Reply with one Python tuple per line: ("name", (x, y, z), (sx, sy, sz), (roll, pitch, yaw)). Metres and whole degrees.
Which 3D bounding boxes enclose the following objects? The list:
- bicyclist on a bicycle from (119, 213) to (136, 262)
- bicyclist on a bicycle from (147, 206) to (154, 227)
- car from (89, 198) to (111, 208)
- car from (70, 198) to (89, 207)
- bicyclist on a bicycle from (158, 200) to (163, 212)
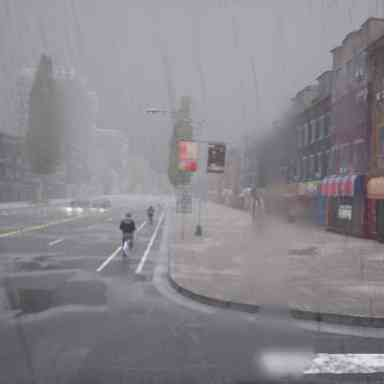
("bicyclist on a bicycle", (-2.392, 1.656, 12.493), (0.659, 1.776, 1.843), (3, -1, -4))
("bicyclist on a bicycle", (-3.209, 1.877, 25.783), (0.582, 1.620, 1.656), (3, -1, -3))
("car", (-13.444, 1.647, 50.007), (2.033, 1.411, 5.357), (3, 0, -3))
("car", (-16.686, 1.551, 49.780), (1.895, 1.301, 4.718), (3, 0, -3))
("bicyclist on a bicycle", (-4.464, 1.930, 46.368), (0.866, 1.612, 1.509), (3, 0, -3))
